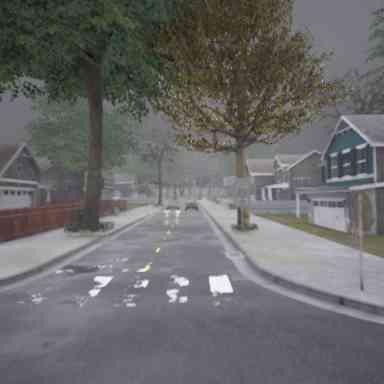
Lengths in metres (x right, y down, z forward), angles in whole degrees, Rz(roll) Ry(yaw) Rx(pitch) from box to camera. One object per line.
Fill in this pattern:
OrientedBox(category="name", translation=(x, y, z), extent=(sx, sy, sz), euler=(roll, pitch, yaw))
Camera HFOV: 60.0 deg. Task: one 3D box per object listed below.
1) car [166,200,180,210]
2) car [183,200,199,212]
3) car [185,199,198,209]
OrientedBox(category="car", translation=(-2.823, 1.953, 50.293), extent=(1.837, 1.490, 4.892), euler=(-1, 0, 0))
OrientedBox(category="car", translation=(-0.068, 1.870, 45.706), extent=(1.837, 1.490, 4.892), euler=(-1, 0, 0))
OrientedBox(category="car", translation=(-0.079, 1.992, 56.128), extent=(2.033, 1.411, 5.357), euler=(-1, 0, 0))
